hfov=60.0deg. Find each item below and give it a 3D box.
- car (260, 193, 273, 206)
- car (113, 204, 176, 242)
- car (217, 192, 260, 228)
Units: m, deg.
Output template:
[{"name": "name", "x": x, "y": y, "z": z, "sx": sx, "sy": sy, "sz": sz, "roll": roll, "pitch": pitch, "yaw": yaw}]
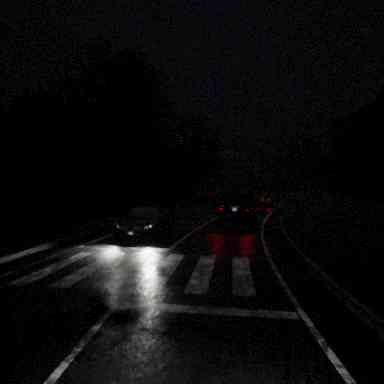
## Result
[{"name": "car", "x": 9.025, "y": 0.852, "z": 41.243, "sx": 1.801, "sy": 1.575, "sz": 5.366, "roll": 1, "pitch": 2, "yaw": 17}, {"name": "car", "x": -2.003, "y": 1.331, "z": 15.430, "sx": 1.812, "sy": 1.442, "sz": 4.674, "roll": 1, "pitch": 1, "yaw": 11}, {"name": "car", "x": 2.907, "y": 0.999, "z": 20.788, "sx": 2.150, "sy": 2.045, "sz": 5.566, "roll": 1, "pitch": 1, "yaw": 13}]
